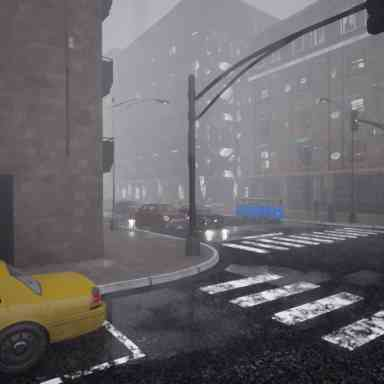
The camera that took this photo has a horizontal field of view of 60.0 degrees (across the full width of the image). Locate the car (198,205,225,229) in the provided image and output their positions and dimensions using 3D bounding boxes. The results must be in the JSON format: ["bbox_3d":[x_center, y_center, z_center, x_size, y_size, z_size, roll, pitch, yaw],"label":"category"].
[{"bbox_3d":[0.249,1.545,21.597,1.994,1.385,4.181,-1,0,-36],"label":"car"}]

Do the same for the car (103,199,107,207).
[{"bbox_3d":[-14.255,1.430,47.010,2.128,1.511,4.902,-1,0,-36],"label":"car"}]

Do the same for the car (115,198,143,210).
[{"bbox_3d":[-8.292,1.463,43.278,1.887,1.381,4.507,-1,0,-36],"label":"car"}]

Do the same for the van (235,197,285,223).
[{"bbox_3d":[4.984,1.280,24.932,1.690,1.788,3.998,0,0,-36],"label":"van"}]

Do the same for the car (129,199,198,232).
[{"bbox_3d":[-1.816,1.441,20.035,1.967,1.590,4.097,0,0,-36],"label":"car"}]

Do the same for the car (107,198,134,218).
[{"bbox_3d":[-5.587,1.494,29.663,1.812,1.442,4.674,-1,0,-36],"label":"car"}]

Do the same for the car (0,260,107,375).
[{"bbox_3d":[-3.547,1.525,4.038,4.829,1.417,1.752,0,0,-35],"label":"car"}]
